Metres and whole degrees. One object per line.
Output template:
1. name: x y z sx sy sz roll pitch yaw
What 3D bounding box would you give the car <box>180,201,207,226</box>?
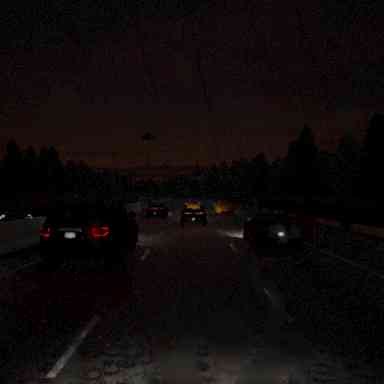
1. car: 0.109 1.698 25.282 2.128 1.511 4.902 0 -1 0

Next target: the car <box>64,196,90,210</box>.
1. car: -17.749 1.644 51.670 2.150 2.045 5.566 0 0 -1

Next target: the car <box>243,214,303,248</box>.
1. car: 3.607 1.692 15.463 1.994 1.385 4.181 0 0 0

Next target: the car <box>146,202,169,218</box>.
1. car: -3.389 1.765 33.187 2.128 1.511 4.902 0 0 0

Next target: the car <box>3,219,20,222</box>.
1. car: -10.592 1.533 21.857 2.097 1.767 4.553 0 -1 0

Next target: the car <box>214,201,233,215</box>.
1. car: 3.606 1.794 38.307 1.882 1.535 5.008 0 0 0

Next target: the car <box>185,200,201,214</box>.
1. car: 0.083 1.825 42.176 1.882 1.535 5.008 0 0 0

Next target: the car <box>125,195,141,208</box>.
1. car: -10.992 1.728 62.187 2.150 2.045 5.566 0 0 -1

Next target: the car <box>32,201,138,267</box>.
1. car: -3.395 1.321 11.947 2.150 2.045 5.566 0 0 0
